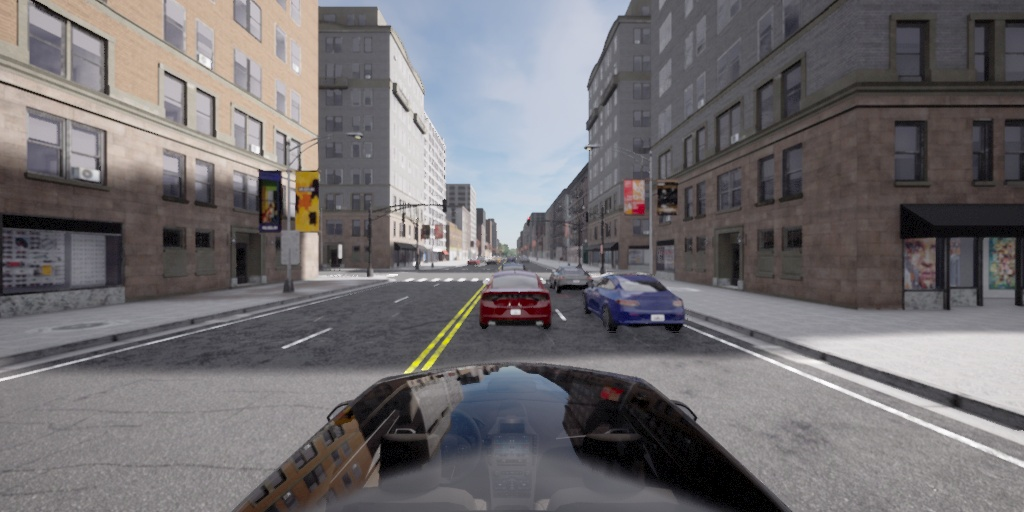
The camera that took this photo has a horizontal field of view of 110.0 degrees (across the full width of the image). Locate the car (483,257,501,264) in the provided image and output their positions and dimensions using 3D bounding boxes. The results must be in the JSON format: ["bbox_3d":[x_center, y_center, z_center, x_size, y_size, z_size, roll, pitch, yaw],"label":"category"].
[{"bbox_3d":[-3.434,1.049,62.050,1.895,1.301,4.718,0,0,0],"label":"car"}]

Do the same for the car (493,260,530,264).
[{"bbox_3d":[0.063,1.158,20.668,1.837,1.490,4.892,0,0,0],"label":"car"}]

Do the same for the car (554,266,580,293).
[{"bbox_3d":[3.214,1.220,19.927,1.994,1.385,4.181,0,0,0],"label":"car"}]

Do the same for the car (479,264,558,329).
[{"bbox_3d":[0.083,1.179,11.081,1.882,1.535,5.008,0,0,0],"label":"car"}]

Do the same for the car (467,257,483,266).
[{"bbox_3d":[-6.681,1.049,62.059,1.895,1.301,4.718,0,0,0],"label":"car"}]

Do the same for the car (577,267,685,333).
[{"bbox_3d":[3.329,1.230,10.493,1.812,1.442,4.674,0,0,0],"label":"car"}]
